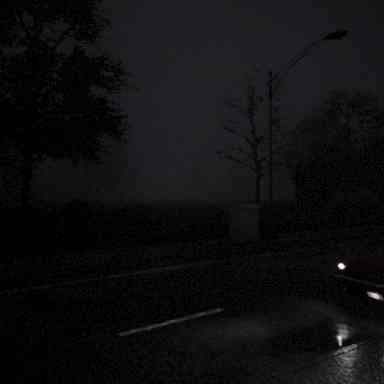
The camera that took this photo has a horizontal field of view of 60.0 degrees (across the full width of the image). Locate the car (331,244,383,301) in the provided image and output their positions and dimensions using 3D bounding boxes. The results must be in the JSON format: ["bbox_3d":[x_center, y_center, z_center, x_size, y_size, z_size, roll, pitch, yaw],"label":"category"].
[{"bbox_3d":[5.240,1.596,7.278,4.718,1.301,1.895,0,0,-32],"label":"car"}]
